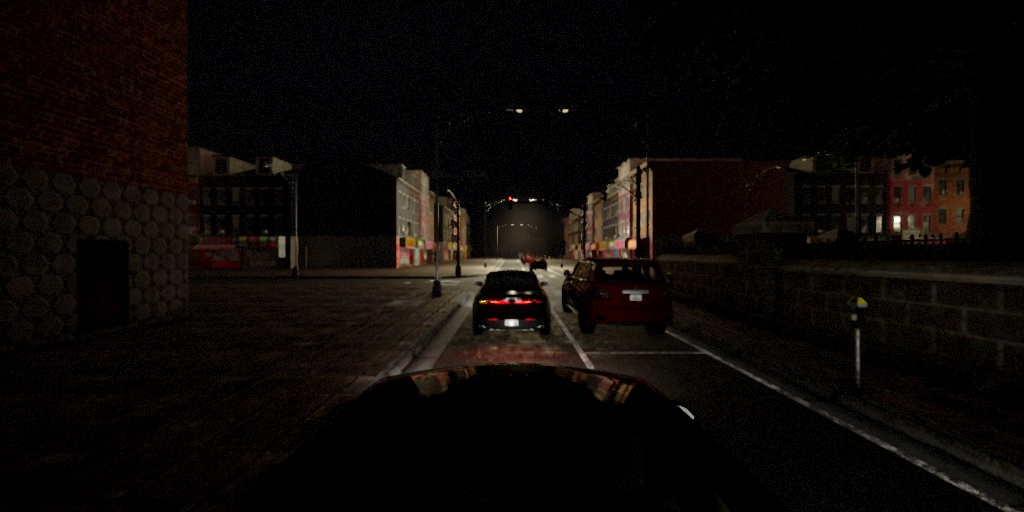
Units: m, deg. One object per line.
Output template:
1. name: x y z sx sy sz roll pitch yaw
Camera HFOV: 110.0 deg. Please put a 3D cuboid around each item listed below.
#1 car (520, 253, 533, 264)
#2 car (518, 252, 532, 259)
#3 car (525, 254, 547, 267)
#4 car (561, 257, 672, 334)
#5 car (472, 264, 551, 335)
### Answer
1. car: 2.565 0.581 52.784 1.888 1.381 4.507 0 0 0
2. car: 2.557 0.282 58.221 2.192 1.841 5.009 0 0 0
3. car: 2.589 0.795 36.474 1.888 1.381 4.507 0 0 0
4. car: 2.627 0.939 10.048 2.192 1.841 5.009 0 0 0
5. car: -0.011 1.130 9.995 1.837 1.490 4.892 0 1 0
